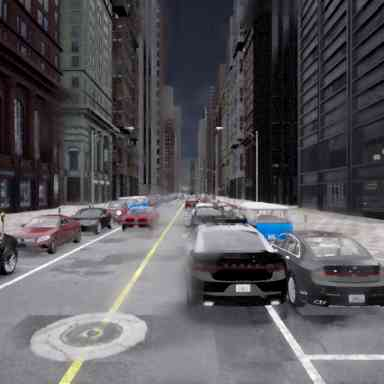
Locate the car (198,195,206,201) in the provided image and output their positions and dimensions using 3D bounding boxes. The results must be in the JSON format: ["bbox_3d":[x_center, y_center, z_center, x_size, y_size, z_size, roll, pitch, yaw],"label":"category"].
[{"bbox_3d":[2.786,1.534,92.300,1.967,1.590,4.097,0,0,0],"label":"car"}]

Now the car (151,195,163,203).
[{"bbox_3d":[-5.751,1.342,47.197,2.192,1.841,5.009,0,0,0],"label":"car"}]

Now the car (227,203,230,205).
[{"bbox_3d":[2.766,1.555,19.029,2.008,1.369,4.403,0,0,0],"label":"car"}]

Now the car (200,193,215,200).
[{"bbox_3d":[2.775,1.348,52.846,2.192,1.841,5.009,0,0,0],"label":"car"}]

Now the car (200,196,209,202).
[{"bbox_3d":[2.782,1.591,75.561,1.752,1.417,4.829,0,0,0],"label":"car"}]

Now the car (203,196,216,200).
[{"bbox_3d":[2.773,1.566,41.573,1.887,1.381,4.507,0,0,0],"label":"car"}]

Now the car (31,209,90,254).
[{"bbox_3d":[-5.760,1.584,13.378,1.802,1.307,4.206,0,0,0],"label":"car"}]

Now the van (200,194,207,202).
[{"bbox_3d":[2.783,1.416,81.027,1.690,1.788,3.998,0,0,0],"label":"van"}]

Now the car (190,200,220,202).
[{"bbox_3d":[0.907,1.533,24.142,1.812,1.442,4.674,0,0,0],"label":"car"}]

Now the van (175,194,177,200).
[{"bbox_3d":[-5.739,1.435,92.291,1.690,1.788,3.998,0,0,0],"label":"van"}]

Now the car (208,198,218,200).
[{"bbox_3d":[2.769,1.562,30.301,2.008,1.369,4.403,0,0,0],"label":"car"}]

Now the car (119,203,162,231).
[{"bbox_3d":[-3.094,1.606,20.653,1.895,1.301,4.718,0,0,0],"label":"car"}]

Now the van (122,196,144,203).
[{"bbox_3d":[-5.756,1.353,30.288,1.690,1.788,3.998,0,0,0],"label":"van"}]

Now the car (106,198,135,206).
[{"bbox_3d":[-5.757,1.448,24.652,1.967,1.590,4.097,0,0,0],"label":"car"}]

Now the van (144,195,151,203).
[{"bbox_3d":[-5.754,1.357,35.924,1.690,1.788,3.998,0,0,0],"label":"van"}]

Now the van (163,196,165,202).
[{"bbox_3d":[-5.750,1.374,52.833,1.690,1.788,3.998,0,0,0],"label":"van"}]

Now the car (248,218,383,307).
[{"bbox_3d":[2.763,1.551,7.756,2.008,1.369,4.403,0,0,0],"label":"car"}]

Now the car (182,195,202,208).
[{"bbox_3d":[0.025,1.503,45.693,1.882,1.535,5.008,0,0,0],"label":"car"}]

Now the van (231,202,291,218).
[{"bbox_3d":[2.765,1.343,13.392,1.690,1.788,3.998,0,0,0],"label":"van"}]

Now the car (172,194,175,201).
[{"bbox_3d":[-5.742,1.640,81.017,1.947,1.339,4.313,0,0,0],"label":"car"}]

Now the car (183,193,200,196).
[{"bbox_3d":[0.017,1.393,59.187,2.097,1.767,4.553,0,0,0],"label":"car"}]

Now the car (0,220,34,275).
[{"bbox_3d":[-5.762,1.567,7.741,1.947,1.339,4.313,0,0,0],"label":"car"}]

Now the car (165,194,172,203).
[{"bbox_3d":[-5.745,1.601,69.744,1.887,1.381,4.507,0,0,0],"label":"car"}]

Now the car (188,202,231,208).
[{"bbox_3d":[0.843,1.510,18.142,1.837,1.490,4.892,0,0,0],"label":"car"}]

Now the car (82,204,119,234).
[{"bbox_3d":[-5.759,1.570,19.015,1.947,1.339,4.313,0,0,0],"label":"car"}]

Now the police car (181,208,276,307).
[{"bbox_3d":[0.779,1.427,8.225,1.930,1.638,5.238,0,0,-2],"label":"police car"}]
